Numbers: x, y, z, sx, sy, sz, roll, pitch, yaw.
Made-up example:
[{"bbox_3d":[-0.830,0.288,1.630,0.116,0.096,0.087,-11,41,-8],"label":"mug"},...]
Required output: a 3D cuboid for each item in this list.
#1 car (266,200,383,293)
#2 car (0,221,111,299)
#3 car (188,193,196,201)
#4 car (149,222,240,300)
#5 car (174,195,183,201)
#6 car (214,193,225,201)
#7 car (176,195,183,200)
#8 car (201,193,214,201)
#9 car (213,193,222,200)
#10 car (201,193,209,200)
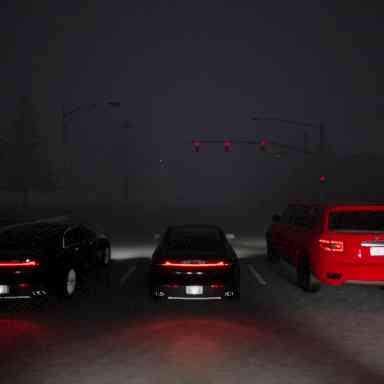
[{"bbox_3d":[3.567,1.221,9.015,2.150,2.045,5.566,0,0,0],"label":"car"},{"bbox_3d":[-3.437,1.505,8.420,1.837,1.490,4.892,0,0,0],"label":"car"},{"bbox_3d":[0.010,1.517,81.471,2.128,1.511,4.902,0,0,0],"label":"car"},{"bbox_3d":[0.063,1.505,8.367,1.837,1.490,4.892,0,0,0],"label":"car"},{"bbox_3d":[-3.490,1.516,81.888,1.812,1.442,4.674,0,0,0],"label":"car"},{"bbox_3d":[7.010,1.492,81.470,1.837,1.490,4.892,0,0,0],"label":"car"},{"bbox_3d":[-3.489,1.427,91.922,1.895,1.301,4.718,0,0,0],"label":"car"},{"bbox_3d":[3.510,1.347,81.857,2.097,1.767,4.553,0,0,0],"label":"car"},{"bbox_3d":[7.011,1.187,91.860,2.097,1.767,4.553,0,0,0],"label":"car"},{"bbox_3d":[3.511,1.187,91.861,2.097,1.767,4.553,0,0,0],"label":"car"}]
